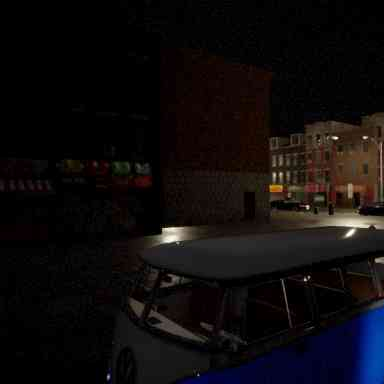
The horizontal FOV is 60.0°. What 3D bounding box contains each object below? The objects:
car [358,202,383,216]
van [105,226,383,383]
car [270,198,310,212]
[{"bbox_3d":[17.143,1.571,29.593,1.994,1.385,4.181,0,0,-35],"label":"car"},{"bbox_3d":[1.096,1.341,3.603,3.998,1.788,1.690,0,0,-36],"label":"van"},{"bbox_3d":[11.133,1.490,38.032,2.128,1.511,4.902,0,0,-35],"label":"car"}]
